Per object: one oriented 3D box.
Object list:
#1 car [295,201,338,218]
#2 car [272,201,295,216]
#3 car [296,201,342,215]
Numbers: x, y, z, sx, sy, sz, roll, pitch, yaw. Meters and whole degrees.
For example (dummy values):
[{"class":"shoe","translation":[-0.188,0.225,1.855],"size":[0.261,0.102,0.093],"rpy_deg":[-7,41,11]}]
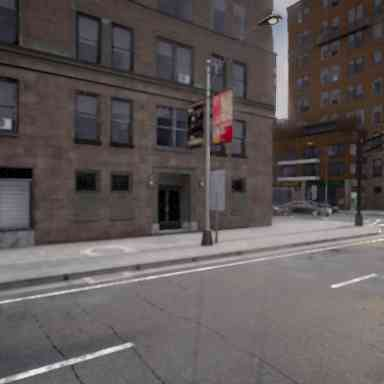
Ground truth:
[{"class":"car","translation":[10.855,1.574,31.530],"size":[2.128,1.511,4.902],"rpy_deg":[1,0,-35]},{"class":"car","translation":[7.375,1.504,32.061],"size":[1.967,1.590,4.097],"rpy_deg":[1,0,-35]},{"class":"car","translation":[13.931,1.687,36.688],"size":[1.947,1.339,4.313],"rpy_deg":[1,0,-35]}]
